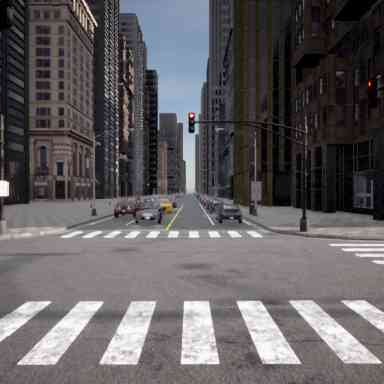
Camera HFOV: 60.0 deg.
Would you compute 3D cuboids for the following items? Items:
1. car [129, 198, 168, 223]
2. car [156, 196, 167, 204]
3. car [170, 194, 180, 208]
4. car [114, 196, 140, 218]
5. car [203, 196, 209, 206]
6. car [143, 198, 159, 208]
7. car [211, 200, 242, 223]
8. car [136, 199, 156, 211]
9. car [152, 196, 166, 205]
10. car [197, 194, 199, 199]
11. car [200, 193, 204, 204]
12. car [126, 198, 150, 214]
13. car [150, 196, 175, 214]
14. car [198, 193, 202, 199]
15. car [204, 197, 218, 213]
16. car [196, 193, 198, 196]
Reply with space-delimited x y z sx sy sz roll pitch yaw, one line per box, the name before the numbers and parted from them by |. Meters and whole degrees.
car | -3.169 1.493 25.188 2.128 1.511 4.902 0 0 -3
car | -5.809 1.541 64.420 1.752 1.417 4.829 0 0 0
car | -3.117 1.508 47.274 1.837 1.490 4.892 0 1 0
car | -5.786 1.317 30.746 2.192 1.841 5.009 0 0 0
car | 2.732 1.550 42.042 1.887 1.381 4.507 0 0 0
car | -5.797 1.589 47.668 1.802 1.307 4.206 0 0 0
car | 2.743 1.552 25.120 2.008 1.369 4.403 0 0 0
car | -5.793 1.571 42.028 1.947 1.339 4.313 0 0 0
car | -5.805 1.452 58.949 1.967 1.590 4.097 0 0 0
car | 2.709 1.569 75.885 1.887 1.381 4.507 0 0 0
car | 2.724 1.449 53.323 1.967 1.590 4.097 0 0 0
car | -5.790 1.444 36.387 1.967 1.590 4.097 0 0 0
car | -3.124 1.481 35.335 1.882 1.535 5.008 0 0 0
car | 2.716 1.456 64.604 1.967 1.590 4.097 0 0 0
car | 2.736 1.554 36.402 2.008 1.369 4.403 0 0 0
car | 2.701 1.561 87.337 1.752 1.417 4.829 0 0 0
